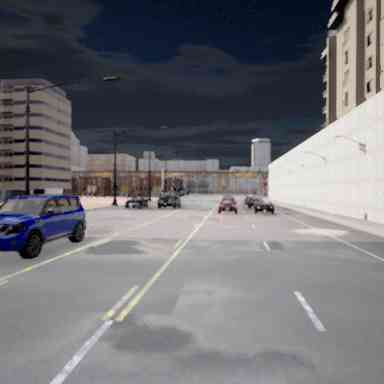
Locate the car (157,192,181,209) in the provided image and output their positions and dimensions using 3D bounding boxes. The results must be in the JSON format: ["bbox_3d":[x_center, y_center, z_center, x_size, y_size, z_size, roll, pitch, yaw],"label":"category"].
[{"bbox_3d":[-2.717,1.020,40.864,2.150,2.045,5.566,0,0,7],"label":"car"}]

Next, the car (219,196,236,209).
[{"bbox_3d":[4.689,1.307,43.454,2.128,1.511,4.902,0,0,7],"label":"car"}]

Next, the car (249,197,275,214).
[{"bbox_3d":[7.116,1.473,33.433,1.895,1.301,4.718,0,0,7],"label":"car"}]

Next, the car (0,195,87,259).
[{"bbox_3d":[-5.977,1.136,12.687,2.150,2.045,5.566,0,0,7],"label":"car"}]

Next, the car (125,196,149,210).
[{"bbox_3d":[-6.447,1.280,39.158,2.128,1.511,4.902,0,0,7],"label":"car"}]

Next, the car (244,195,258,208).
[{"bbox_3d":[8.231,1.334,43.555,1.837,1.490,4.892,0,0,7],"label":"car"}]

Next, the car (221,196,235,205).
[{"bbox_3d":[5.806,1.321,53.231,2.033,1.411,5.357,0,0,7],"label":"car"}]

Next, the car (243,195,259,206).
[{"bbox_3d":[9.284,1.282,52.833,2.128,1.511,4.902,0,0,7],"label":"car"}]

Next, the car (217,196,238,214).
[{"bbox_3d":[3.595,1.383,33.446,1.812,1.442,4.674,0,0,7],"label":"car"}]
